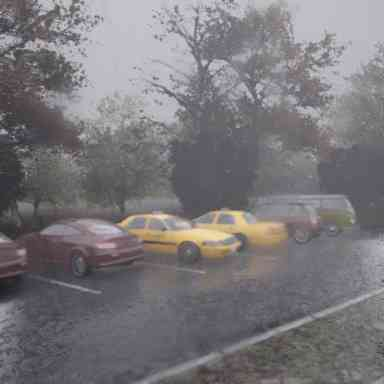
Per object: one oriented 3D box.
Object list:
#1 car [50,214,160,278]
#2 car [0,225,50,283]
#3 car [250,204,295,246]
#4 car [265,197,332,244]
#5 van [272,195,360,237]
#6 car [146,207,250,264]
[{"bbox_3d":[-3.489,1.513,10.015,4.674,1.452,2.002,-1,0,34],"label":"car"},{"bbox_3d":[-5.889,1.540,8.281,4.674,1.452,2.002,-1,0,35],"label":"car"},{"bbox_3d":[1.126,1.420,13.627,5.366,1.575,1.946,-1,0,34],"label":"car"},{"bbox_3d":[3.677,1.268,15.280,4.553,1.767,2.185,-1,0,33],"label":"car"},{"bbox_3d":[6.107,1.140,17.028,4.442,1.987,1.878,-1,-1,33],"label":"van"},{"bbox_3d":[-0.944,1.441,11.666,5.366,1.575,1.946,-1,-1,34],"label":"car"}]
